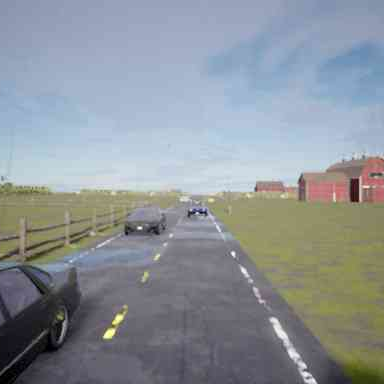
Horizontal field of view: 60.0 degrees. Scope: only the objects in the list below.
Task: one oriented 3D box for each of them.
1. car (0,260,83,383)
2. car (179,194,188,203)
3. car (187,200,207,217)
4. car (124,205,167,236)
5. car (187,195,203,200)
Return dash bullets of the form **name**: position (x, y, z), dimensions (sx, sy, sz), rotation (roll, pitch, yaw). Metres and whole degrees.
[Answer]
- **car**: position (-2.794, 1.549, 3.466), dimensions (2.033, 1.411, 5.357), rotation (0, 0, 0)
- **car**: position (-1.619, 1.393, 73.592), dimensions (2.150, 2.045, 5.566), rotation (0, 0, 1)
- **car**: position (0.553, 1.726, 33.029), dimensions (1.895, 1.301, 4.718), rotation (0, 0, 1)
- **car**: position (-2.566, 1.539, 19.098), dimensions (1.882, 1.535, 5.008), rotation (0, 0, 1)
- **car**: position (0.757, 1.527, 46.589), dimensions (2.097, 1.767, 4.553), rotation (0, 0, 1)
